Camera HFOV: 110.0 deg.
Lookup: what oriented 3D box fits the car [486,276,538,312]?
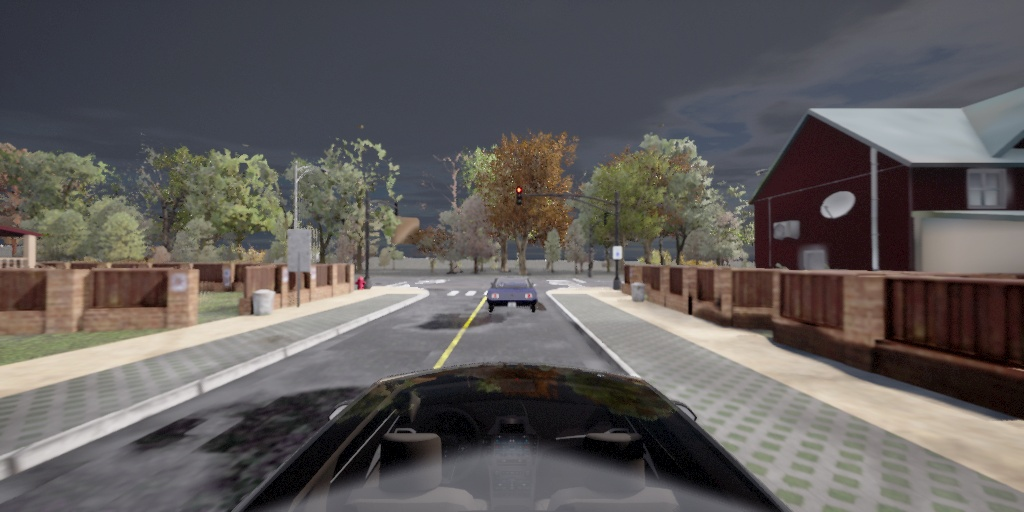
[{"bbox_3d":[0.008,1.492,15.095,1.895,1.301,4.718,0,-1,0],"label":"car"}]
